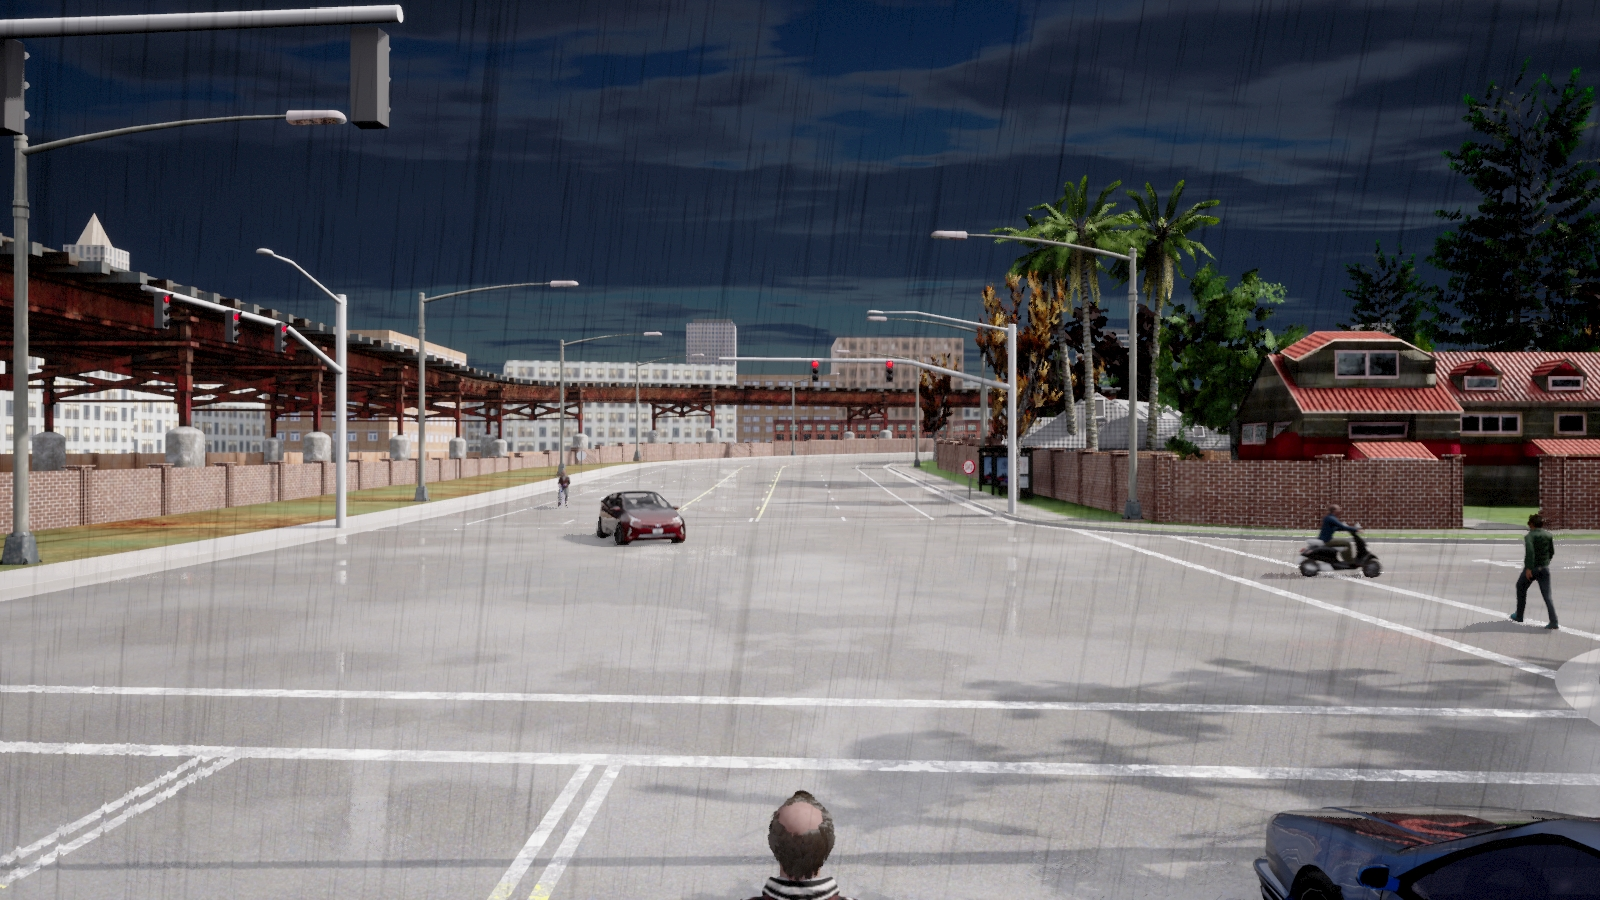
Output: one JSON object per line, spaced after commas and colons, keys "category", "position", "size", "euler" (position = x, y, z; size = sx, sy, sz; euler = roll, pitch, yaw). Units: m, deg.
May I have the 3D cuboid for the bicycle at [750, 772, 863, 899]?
{"category": "bicycle", "position": [0.019, 2.048, 3.681], "size": [0.329, 1.496, 1.835], "euler": [0, 0, 0]}

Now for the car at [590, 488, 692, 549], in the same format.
{"category": "car", "position": [-4.912, 2.015, 34.711], "size": [2.007, 1.525, 4.514], "euler": [0, 0, -22]}

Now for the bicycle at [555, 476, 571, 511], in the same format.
{"category": "bicycle", "position": [-10.522, 1.917, 50.814], "size": [0.329, 1.496, 1.835], "euler": [0, 0, 0]}

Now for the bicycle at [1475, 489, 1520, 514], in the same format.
{"category": "bicycle", "position": [30.778, 2.256, 50.428], "size": [1.487, 1.080, 0.859], "euler": [0, 0, -1]}

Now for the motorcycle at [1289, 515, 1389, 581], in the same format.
{"category": "motorcycle", "position": [11.750, 2.130, 24.955], "size": [1.805, 1.341, 0.856], "euler": [0, 0, 5]}

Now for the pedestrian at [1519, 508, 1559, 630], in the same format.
{"category": "pedestrian", "position": [11.527, 1.848, 17.830], "size": [0.375, 1.860, 0.375], "euler": [0, 0, -2]}

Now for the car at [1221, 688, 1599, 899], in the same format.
{"category": "car", "position": [3.467, 2.106, 4.038], "size": [2.033, 1.411, 5.357], "euler": [0, 0, 1]}
